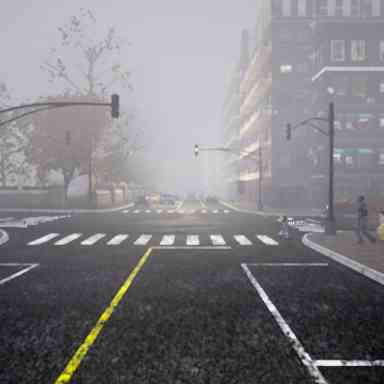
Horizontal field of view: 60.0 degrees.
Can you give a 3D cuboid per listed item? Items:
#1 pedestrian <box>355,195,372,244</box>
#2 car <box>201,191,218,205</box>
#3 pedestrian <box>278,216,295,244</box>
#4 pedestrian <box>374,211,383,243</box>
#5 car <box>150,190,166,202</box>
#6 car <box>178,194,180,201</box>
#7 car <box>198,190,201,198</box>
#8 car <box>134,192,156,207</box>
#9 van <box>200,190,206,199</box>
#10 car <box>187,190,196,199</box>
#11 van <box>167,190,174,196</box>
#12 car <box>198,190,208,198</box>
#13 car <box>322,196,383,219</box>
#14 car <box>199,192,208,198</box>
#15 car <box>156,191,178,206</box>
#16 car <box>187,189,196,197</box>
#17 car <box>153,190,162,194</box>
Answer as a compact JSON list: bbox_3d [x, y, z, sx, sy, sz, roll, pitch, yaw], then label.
[{"bbox_3d":[6.219,0.982,12.205,0.375,1.860,0.375,0,1,0],"label":"pedestrian"},{"bbox_3d":[2.608,0.978,45.358,1.887,1.381,4.507,0,1,0],"label":"car"},{"bbox_3d":[3.783,1.120,13.402,0.375,1.860,0.375,0,1,0],"label":"pedestrian"},{"bbox_3d":[7.408,1.284,12.810,0.375,1.300,0.375,0,1,0],"label":"pedestrian"},{"bbox_3d":[-5.794,0.616,56.600,2.192,1.841,5.009,0,1,0],"label":"car"},{"bbox_3d":[-3.167,0.876,58.903,1.895,1.301,4.718,0,1,0],"label":"car"},{"bbox_3d":[2.575,0.677,62.247,1.967,1.590,4.097,0,1,0],"label":"car"},{"bbox_3d":[-5.762,1.066,39.713,1.947,1.339,4.313,0,1,0],"label":"car"},{"bbox_3d":[2.598,0.708,50.986,1.690,1.788,3.998,0,1,0],"label":"van"},{"bbox_3d":[-0.130,0.715,68.438,2.033,1.411,5.357,0,1,0],"label":"car"},{"bbox_3d":[-5.860,0.267,90.379,1.690,1.788,3.998,0,1,0],"label":"van"},{"bbox_3d":[2.543,0.363,79.135,2.192,1.841,5.009,0,1,0],"label":"car"},{"bbox_3d":[13.415,1.250,27.429,5.009,1.841,2.192,1,0,-1],"label":"car"},{"bbox_3d":[2.553,0.655,73.508,1.887,1.381,4.507,0,1,0],"label":"car"},{"bbox_3d":[-3.167,0.984,43.173,1.812,1.442,4.674,0,1,0],"label":"car"},{"bbox_3d":[-0.148,0.284,78.822,2.097,1.767,4.553,0,1,0],"label":"car"},{"bbox_3d":[-5.783,0.894,50.803,1.752,1.417,4.829,0,1,0],"label":"car"}]
